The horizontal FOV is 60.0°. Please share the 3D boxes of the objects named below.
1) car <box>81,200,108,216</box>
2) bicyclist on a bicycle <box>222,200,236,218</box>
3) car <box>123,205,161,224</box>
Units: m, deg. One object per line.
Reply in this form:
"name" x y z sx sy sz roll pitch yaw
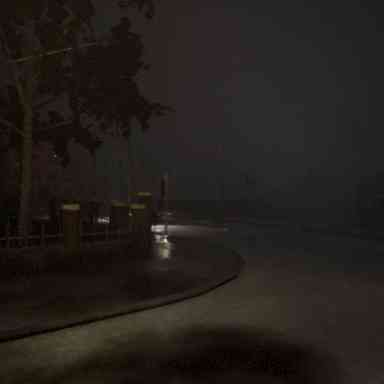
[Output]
"car" -9.985 1.573 33.328 2.128 1.511 4.902 1 0 -35
"bicyclist on a bicycle" 3.287 1.494 29.123 1.656 1.620 0.582 0 0 -35
"car" -4.056 1.646 24.964 1.994 1.385 4.181 1 0 -35
